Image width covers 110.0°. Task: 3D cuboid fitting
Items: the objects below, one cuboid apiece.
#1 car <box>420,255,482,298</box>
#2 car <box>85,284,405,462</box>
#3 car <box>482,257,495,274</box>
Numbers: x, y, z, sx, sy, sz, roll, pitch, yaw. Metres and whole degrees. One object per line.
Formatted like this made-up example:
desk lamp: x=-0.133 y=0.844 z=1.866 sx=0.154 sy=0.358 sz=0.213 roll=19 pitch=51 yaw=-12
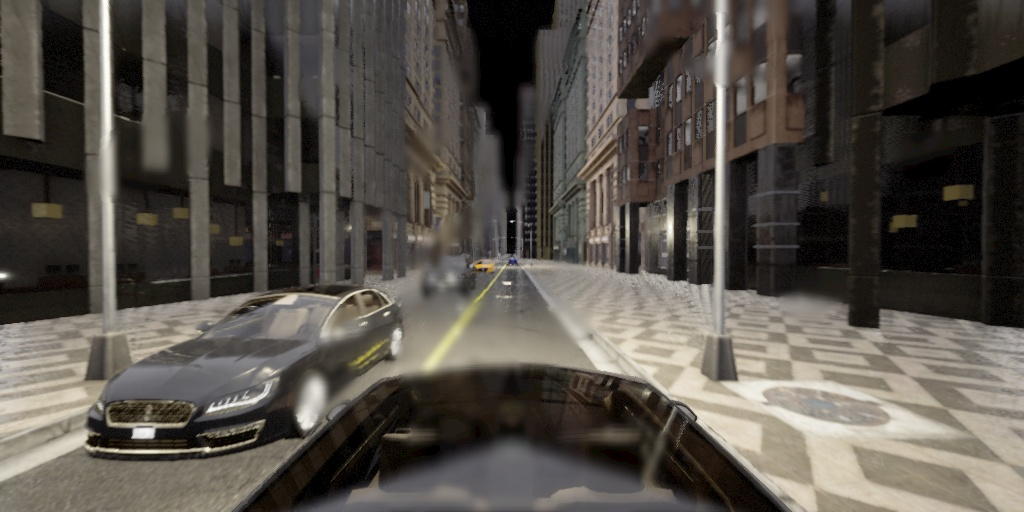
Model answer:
car: x=-3.047 y=0.948 z=18.486 sx=2.150 sy=2.045 sz=5.566 roll=0 pitch=0 yaw=0
car: x=-3.090 y=1.248 z=5.462 sx=1.837 sy=1.490 sz=4.892 roll=0 pitch=0 yaw=1
car: x=-2.936 y=1.170 z=39.268 sx=1.882 sy=1.535 sz=5.008 roll=0 pitch=0 yaw=1
